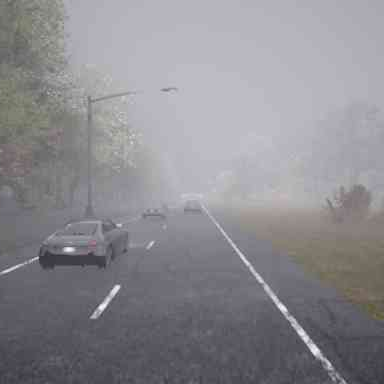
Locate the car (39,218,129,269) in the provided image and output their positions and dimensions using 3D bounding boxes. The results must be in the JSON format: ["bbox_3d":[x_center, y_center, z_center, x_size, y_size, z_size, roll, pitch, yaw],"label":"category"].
[{"bbox_3d":[-3.395,1.563,11.203,1.994,1.385,4.181,0,0,0],"label":"car"}]

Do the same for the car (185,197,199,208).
[{"bbox_3d":[0.005,1.525,47.835,1.812,1.442,4.674,0,0,0],"label":"car"}]

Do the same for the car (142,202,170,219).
[{"bbox_3d":[-3.079,1.546,29.036,2.033,1.411,5.357,0,0,2],"label":"car"}]

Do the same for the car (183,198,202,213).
[{"bbox_3d":[0.086,1.563,36.441,1.994,1.385,4.181,0,0,0],"label":"car"}]
